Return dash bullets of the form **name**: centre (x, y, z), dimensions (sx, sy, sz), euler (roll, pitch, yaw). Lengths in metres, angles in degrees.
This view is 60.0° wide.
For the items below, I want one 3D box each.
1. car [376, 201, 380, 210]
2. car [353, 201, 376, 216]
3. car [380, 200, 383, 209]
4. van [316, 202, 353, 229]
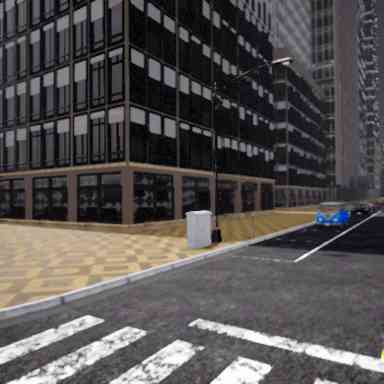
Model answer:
- **car**: centre (22.036, 1.929, 41.882), dimensions (2.008, 1.369, 4.403), euler (-1, -1, 33)
- **car**: centre (19.007, 1.911, 37.244), dimensions (1.947, 1.339, 4.313), euler (-1, -1, 33)
- **car**: centre (28.094, 2.027, 51.157), dimensions (1.802, 1.307, 4.206), euler (-1, -1, 33)
- **van**: centre (9.919, 1.584, 23.334), dimensions (1.690, 1.788, 3.998), euler (-1, -1, 33)
